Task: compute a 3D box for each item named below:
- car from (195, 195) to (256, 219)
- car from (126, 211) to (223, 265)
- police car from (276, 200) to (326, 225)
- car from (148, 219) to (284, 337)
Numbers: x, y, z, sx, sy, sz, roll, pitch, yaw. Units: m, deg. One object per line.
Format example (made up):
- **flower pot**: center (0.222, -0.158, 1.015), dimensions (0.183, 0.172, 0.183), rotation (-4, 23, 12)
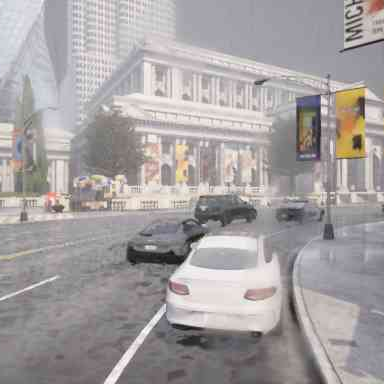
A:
- **car**: center (2.458, 1.221, 23.586), dimensions (2.150, 2.045, 5.566), rotation (0, 0, 39)
- **car**: center (-0.515, 1.563, 11.408), dimensions (1.994, 1.385, 4.181), rotation (0, 0, 19)
- **police car**: center (8.153, 1.426, 24.537), dimensions (5.238, 1.638, 1.930), rotation (0, 0, -45)
- **car**: center (0.836, 1.525, 6.696), dimensions (1.812, 1.442, 4.674), rotation (0, 0, 13)
